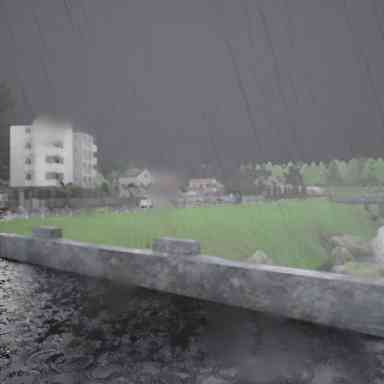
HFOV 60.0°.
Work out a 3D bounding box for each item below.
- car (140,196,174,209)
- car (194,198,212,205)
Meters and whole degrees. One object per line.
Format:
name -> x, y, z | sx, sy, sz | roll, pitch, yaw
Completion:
car -> -5.882, 1.612, 53.195 | 2.150, 2.045, 5.566 | -1, 0, 36
car -> 2.222, 1.913, 64.565 | 1.812, 1.442, 4.674 | -1, 0, 35
